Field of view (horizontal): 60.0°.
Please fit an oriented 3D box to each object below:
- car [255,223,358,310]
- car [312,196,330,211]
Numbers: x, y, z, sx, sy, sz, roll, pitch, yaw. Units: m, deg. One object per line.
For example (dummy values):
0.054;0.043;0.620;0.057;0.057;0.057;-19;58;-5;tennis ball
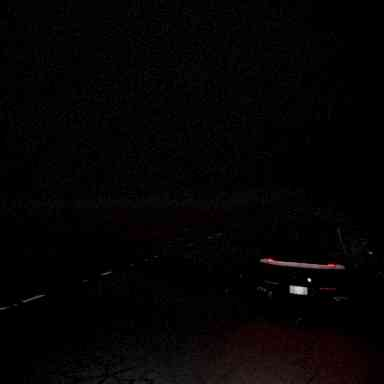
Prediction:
2.844;1.509;8.019;2.128;1.511;4.902;0;0;24;car
18.725;1.650;48.152;2.150;2.045;5.566;0;-1;19;car
